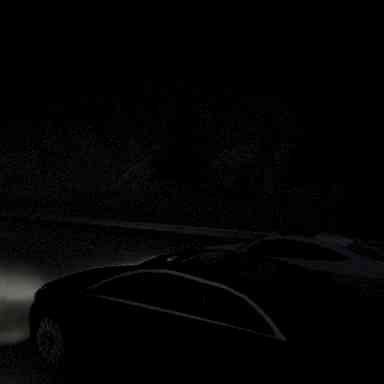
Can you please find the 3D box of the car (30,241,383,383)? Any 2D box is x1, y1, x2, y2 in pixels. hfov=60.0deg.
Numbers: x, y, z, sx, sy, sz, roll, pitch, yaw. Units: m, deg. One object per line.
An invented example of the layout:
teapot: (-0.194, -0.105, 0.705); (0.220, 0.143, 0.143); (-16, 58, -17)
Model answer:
car: (-0.040, 1.481, 4.022); (4.902, 1.511, 2.128); (0, 0, 36)

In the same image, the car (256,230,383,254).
car: (2.002, 1.516, 6.865); (4.674, 1.442, 1.812); (0, 0, 36)
